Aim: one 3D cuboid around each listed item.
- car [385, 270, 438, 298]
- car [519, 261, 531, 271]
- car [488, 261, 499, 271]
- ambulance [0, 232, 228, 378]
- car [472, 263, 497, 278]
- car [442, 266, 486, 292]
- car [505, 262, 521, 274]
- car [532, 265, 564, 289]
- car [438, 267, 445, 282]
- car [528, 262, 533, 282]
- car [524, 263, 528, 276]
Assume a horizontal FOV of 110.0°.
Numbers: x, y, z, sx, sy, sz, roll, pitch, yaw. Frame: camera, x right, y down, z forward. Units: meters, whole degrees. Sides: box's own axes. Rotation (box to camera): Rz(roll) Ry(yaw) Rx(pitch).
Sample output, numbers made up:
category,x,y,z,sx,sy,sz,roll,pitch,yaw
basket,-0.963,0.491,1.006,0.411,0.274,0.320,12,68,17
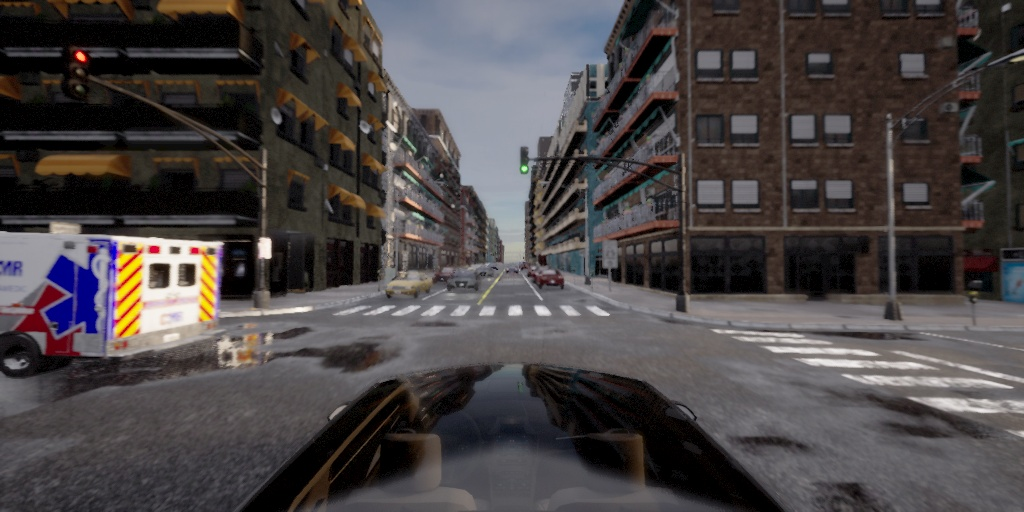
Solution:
category,x,y,z,sx,sy,sz,roll,pitch,yaw
car,-5.694,1.499,20.225,1.751,1.417,4.829,0,0,0
car,2.676,1.824,64.568,2.192,1.841,5.009,0,0,0
car,-3.014,1.564,56.359,2.033,1.411,5.357,0,-1,0
ambulance,-9.528,0.798,7.015,6.366,2.431,2.351,2,-1,0
car,-3.095,1.784,40.868,1.994,1.385,4.181,0,-1,0
car,-3.098,1.580,23.959,1.994,1.385,4.181,0,-1,0
car,-0.011,1.954,51.785,1.895,1.301,4.718,0,-1,0
car,2.686,1.586,25.905,1.888,1.381,4.507,0,0,0
car,-5.697,1.652,31.441,1.888,1.381,4.507,0,0,0
car,2.684,1.547,31.429,1.967,1.591,4.097,0,0,0
car,2.681,1.822,42.475,1.802,1.307,4.207,0,0,0
